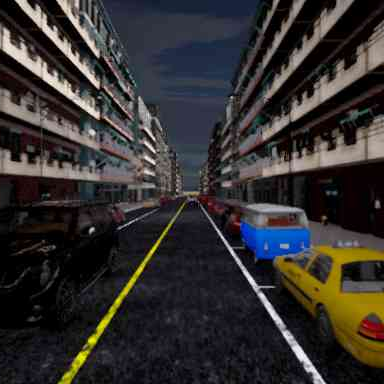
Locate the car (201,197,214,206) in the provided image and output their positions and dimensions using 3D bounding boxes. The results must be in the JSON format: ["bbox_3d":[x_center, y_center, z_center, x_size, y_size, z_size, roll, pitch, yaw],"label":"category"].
[{"bbox_3d":[2.687,1.570,56.982,2.008,1.369,4.403,-1,0,0],"label":"car"}]

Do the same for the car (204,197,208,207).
[{"bbox_3d":[2.686,1.587,39.929,1.802,1.307,4.206,-1,0,0],"label":"car"}]

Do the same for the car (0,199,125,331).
[{"bbox_3d":[-3.087,1.219,7.210,2.150,2.045,5.566,0,0,0],"label":"car"}]

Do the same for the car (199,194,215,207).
[{"bbox_3d":[2.683,1.329,51.298,2.192,1.841,5.009,-1,0,0],"label":"car"}]

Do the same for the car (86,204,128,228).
[{"bbox_3d":[-5.696,1.580,22.877,1.802,1.307,4.206,-1,0,0],"label":"car"}]

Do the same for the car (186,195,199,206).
[{"bbox_3d":[0.007,1.617,54.248,1.895,1.301,4.718,0,0,0],"label":"car"}]

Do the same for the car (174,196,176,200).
[{"bbox_3d":[-5.690,1.509,91.095,1.967,1.590,4.097,-1,0,0],"label":"car"}]

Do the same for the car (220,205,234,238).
[{"bbox_3d":[2.683,1.579,17.189,1.802,1.307,4.206,-1,0,0],"label":"car"}]

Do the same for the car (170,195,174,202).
[{"bbox_3d":[-5.691,1.586,74.041,1.887,1.381,4.507,-1,0,0],"label":"car"}]

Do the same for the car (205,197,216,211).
[{"bbox_3d":[2.684,1.547,34.244,1.887,1.381,4.507,-1,0,0],"label":"car"}]

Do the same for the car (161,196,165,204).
[{"bbox_3d":[-5.694,1.565,51.302,2.008,1.369,4.403,-1,0,0],"label":"car"}]

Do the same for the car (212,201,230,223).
[{"bbox_3d":[2.684,1.564,22.874,1.947,1.339,4.313,-1,0,0],"label":"car"}]

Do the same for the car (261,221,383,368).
[{"bbox_3d":[2.681,1.523,5.990,1.752,1.417,4.829,-1,0,0],"label":"car"}]

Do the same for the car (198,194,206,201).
[{"bbox_3d":[2.688,1.383,91.091,2.192,1.841,5.009,-1,0,0],"label":"car"}]

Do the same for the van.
[{"bbox_3d":[2.680,1.338,11.505,1.690,1.788,3.998,-1,0,0],"label":"van"}]

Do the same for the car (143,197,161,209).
[{"bbox_3d":[-5.695,1.535,45.447,1.752,1.417,4.829,-1,0,0],"label":"car"}]

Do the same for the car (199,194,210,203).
[{"bbox_3d":[2.686,1.356,74.037,2.192,1.841,5.009,-1,0,0],"label":"car"}]

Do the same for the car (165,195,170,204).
[{"bbox_3d":[-5.693,1.570,62.671,1.887,1.381,4.507,-1,0,0],"label":"car"}]

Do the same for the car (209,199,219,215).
[{"bbox_3d":[2.685,1.581,28.559,1.802,1.307,4.206,-1,0,0],"label":"car"}]
